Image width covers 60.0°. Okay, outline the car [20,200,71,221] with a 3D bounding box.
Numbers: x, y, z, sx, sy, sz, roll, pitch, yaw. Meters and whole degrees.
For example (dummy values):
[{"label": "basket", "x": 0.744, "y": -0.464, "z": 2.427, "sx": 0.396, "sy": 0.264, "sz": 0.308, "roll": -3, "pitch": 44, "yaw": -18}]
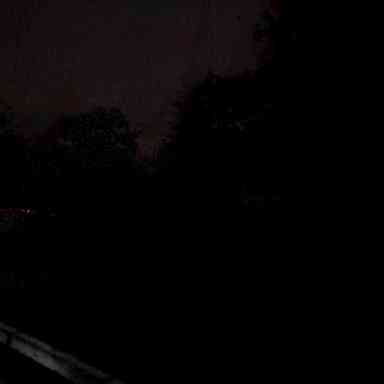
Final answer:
[{"label": "car", "x": -9.370, "y": 1.303, "z": 23.896, "sx": 2.033, "sy": 1.411, "sz": 5.357, "roll": 1, "pitch": 0, "yaw": 32}]
